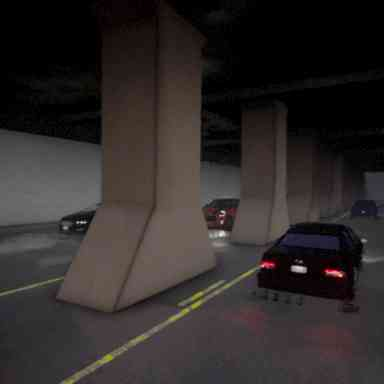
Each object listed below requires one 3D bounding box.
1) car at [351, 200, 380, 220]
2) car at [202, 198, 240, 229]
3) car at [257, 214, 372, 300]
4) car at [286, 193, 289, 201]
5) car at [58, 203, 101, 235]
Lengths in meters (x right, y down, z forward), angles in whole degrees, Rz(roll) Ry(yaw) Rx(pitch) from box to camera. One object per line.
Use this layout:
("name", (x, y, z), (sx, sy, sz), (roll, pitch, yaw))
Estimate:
("car", (14.533, 1.387, 27.914), (1.882, 1.535, 5.008), (1, 1, 30))
("car", (1.935, 1.196, 20.515), (2.097, 1.767, 4.553), (1, 1, 30))
("car", (3.274, 1.505, 8.474), (2.033, 1.411, 5.357), (1, 1, 30))
("car", (15.932, 0.948, 51.613), (2.150, 2.045, 5.566), (1, 1, 31))
("car", (-4.319, 1.304, 16.703), (2.128, 1.511, 4.902), (1, 1, 30))
